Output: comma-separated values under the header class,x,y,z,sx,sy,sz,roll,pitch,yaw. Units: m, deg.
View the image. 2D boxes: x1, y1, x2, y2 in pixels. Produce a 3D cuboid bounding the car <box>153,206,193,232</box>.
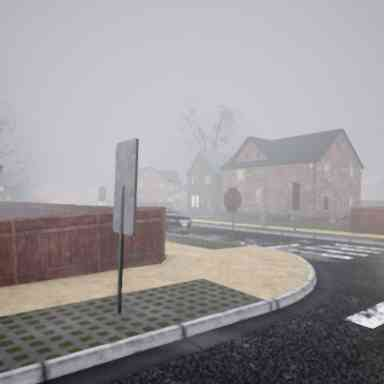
class,x,y,z,sx,sy,sz,roll,pitch,yaw
car,-1.872,1.683,21.318,2.128,1.511,4.902,3,-2,-36
